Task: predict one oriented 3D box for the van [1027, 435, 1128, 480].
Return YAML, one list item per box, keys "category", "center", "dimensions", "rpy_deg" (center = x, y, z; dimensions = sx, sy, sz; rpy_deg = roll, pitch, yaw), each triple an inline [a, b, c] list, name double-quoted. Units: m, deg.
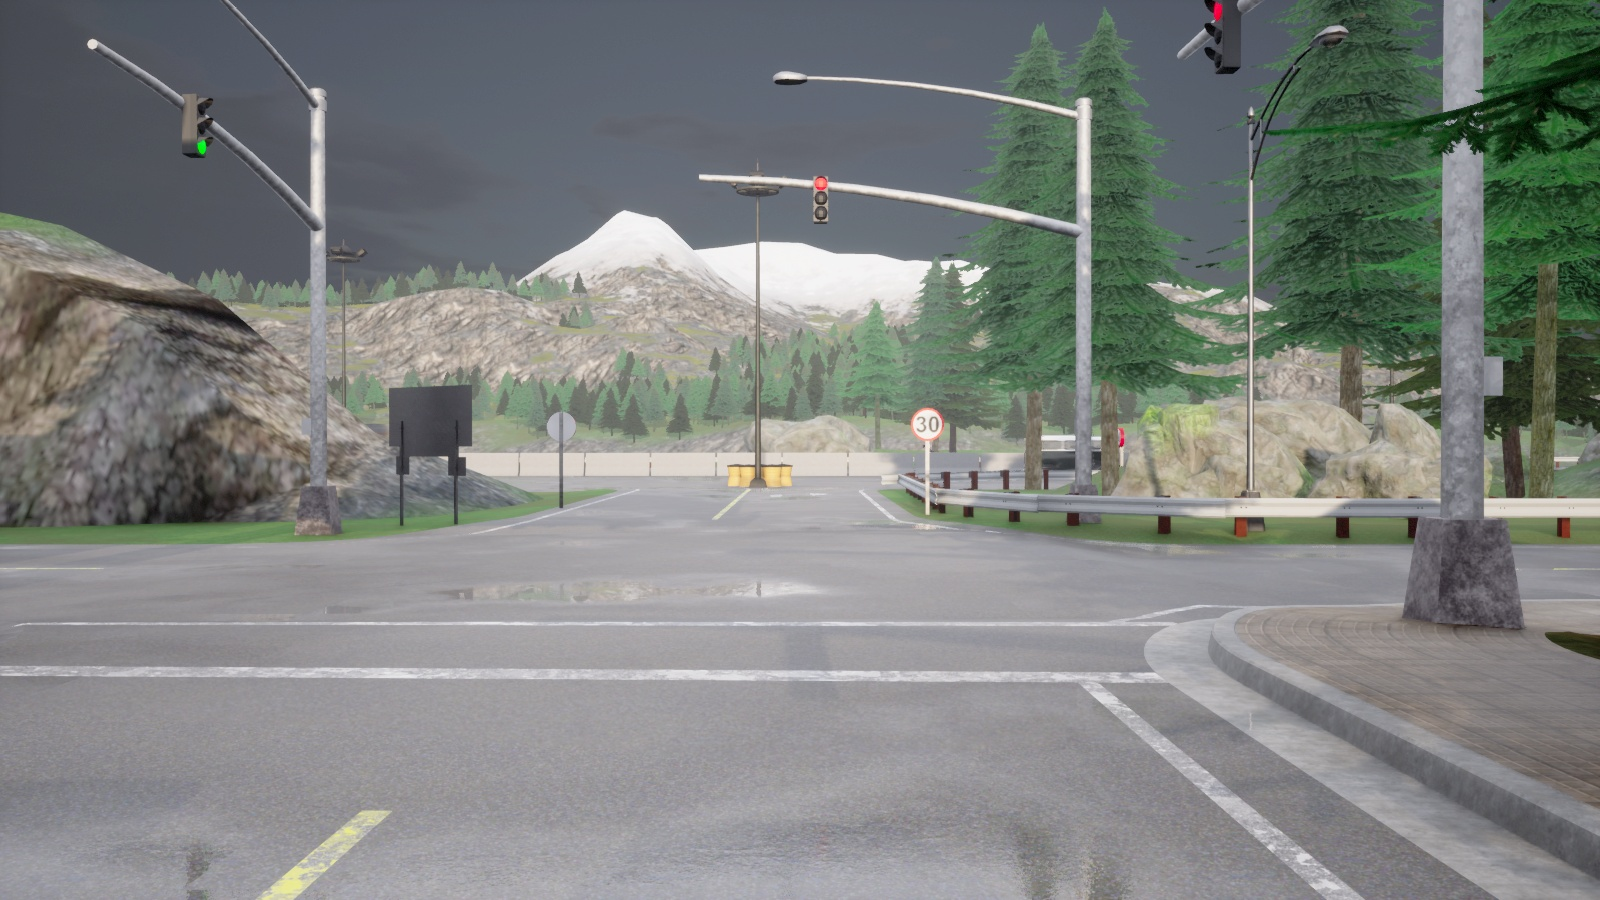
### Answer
- category: "van"
  center: [12.891, 0.349, 58.297]
  dimensions: [4.480, 2.038, 2.069]
  rpy_deg: [0, 0, 14]
